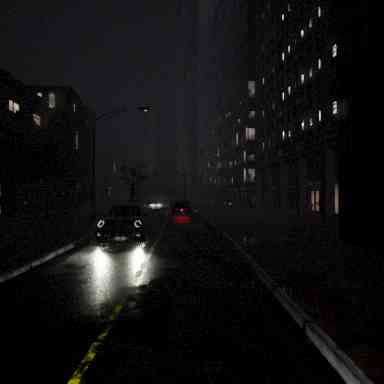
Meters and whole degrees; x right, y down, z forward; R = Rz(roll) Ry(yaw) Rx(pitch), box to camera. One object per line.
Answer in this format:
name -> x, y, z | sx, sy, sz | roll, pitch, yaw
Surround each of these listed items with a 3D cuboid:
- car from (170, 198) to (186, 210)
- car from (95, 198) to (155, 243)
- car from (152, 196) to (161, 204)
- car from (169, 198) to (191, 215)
car -> -1.887, 1.510, 43.686 | 1.812, 1.442, 4.674 | 0, 0, -5
car -> -3.158, 1.351, 16.049 | 2.097, 1.767, 4.553 | 0, 0, -2
car -> -6.910, 1.452, 63.874 | 2.128, 1.511, 4.902 | 0, 0, -7
car -> -1.132, 1.494, 34.127 | 1.837, 1.490, 4.892 | 0, 0, -4
